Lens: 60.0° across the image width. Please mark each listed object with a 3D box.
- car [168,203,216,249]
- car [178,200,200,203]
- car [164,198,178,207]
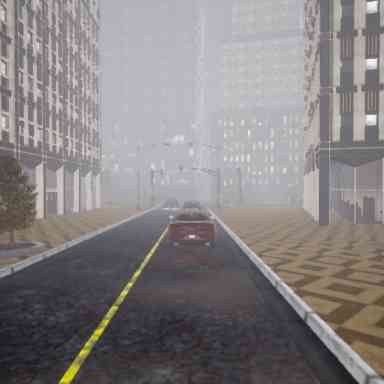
[{"bbox_3d":[0.000,1.483,14.653,1.882,1.535,5.008,0,0,0],"label":"car"},{"bbox_3d":[0.000,1.521,29.655,1.837,1.490,4.892,0,0,0],"label":"car"},{"bbox_3d":[-3.000,1.620,49.749,1.994,1.385,4.181,0,0,0],"label":"car"}]
